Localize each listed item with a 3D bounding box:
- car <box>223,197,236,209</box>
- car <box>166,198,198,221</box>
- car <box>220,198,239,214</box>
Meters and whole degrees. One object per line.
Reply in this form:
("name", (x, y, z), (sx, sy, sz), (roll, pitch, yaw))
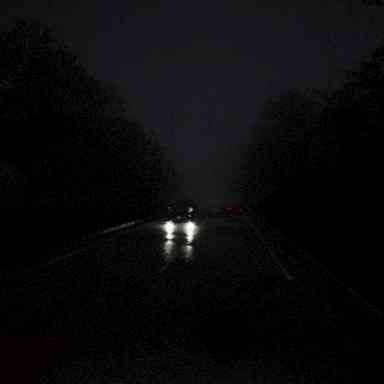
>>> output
("car", (5.632, 1.628, 50.068), (1.837, 1.490, 4.892), (2, 0, 6))
("car", (-0.687, 1.321, 26.943), (2.097, 1.767, 4.553), (2, 0, 7))
("car", (4.188, 1.571, 37.308), (1.882, 1.535, 5.008), (2, 0, 6))
